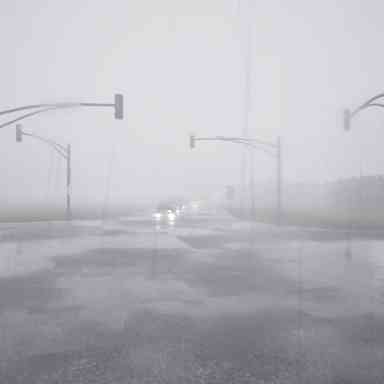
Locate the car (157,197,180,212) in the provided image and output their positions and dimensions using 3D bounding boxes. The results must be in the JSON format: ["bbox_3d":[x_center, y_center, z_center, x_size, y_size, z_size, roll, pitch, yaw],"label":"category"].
[{"bbox_3d":[-2.823,1.599,38.266,1.895,1.301,4.718,0,0,3],"label":"car"}]

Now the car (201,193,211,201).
[{"bbox_3d":[3.339,1.190,79.102,2.150,2.045,5.566,0,0,5],"label":"car"}]

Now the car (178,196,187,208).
[{"bbox_3d":[-2.372,1.486,47.581,2.128,1.511,4.902,0,0,3],"label":"car"}]
